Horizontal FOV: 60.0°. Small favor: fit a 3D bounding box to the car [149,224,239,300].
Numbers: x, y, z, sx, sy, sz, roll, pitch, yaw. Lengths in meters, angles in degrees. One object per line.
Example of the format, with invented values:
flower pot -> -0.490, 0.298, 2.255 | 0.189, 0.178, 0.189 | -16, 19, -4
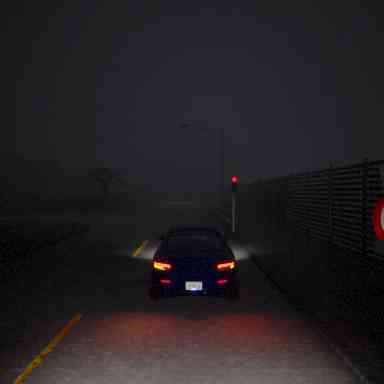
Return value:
car -> 0.055, 1.526, 8.290 | 1.812, 1.442, 4.674 | 0, 0, 1
